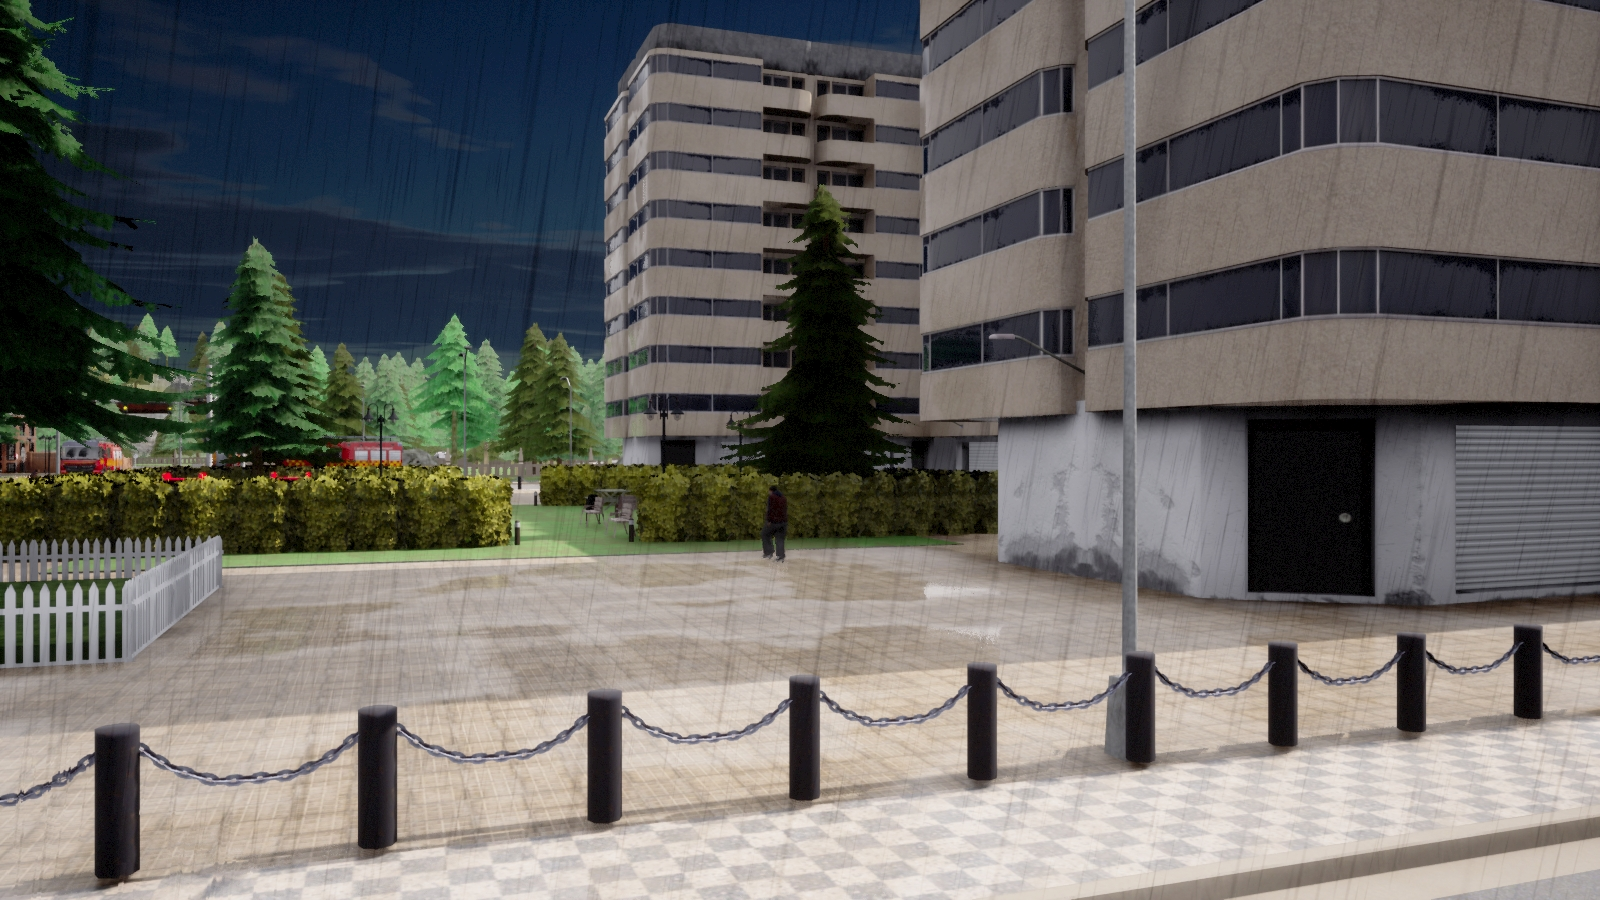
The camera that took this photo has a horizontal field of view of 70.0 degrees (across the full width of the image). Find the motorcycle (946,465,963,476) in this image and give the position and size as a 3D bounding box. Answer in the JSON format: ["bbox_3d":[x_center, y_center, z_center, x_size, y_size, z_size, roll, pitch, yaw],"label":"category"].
[{"bbox_3d":[16.084,2.131,119.009,0.803,1.199,2.033,0,0,-20],"label":"motorcycle"}]

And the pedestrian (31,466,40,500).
[{"bbox_3d":[-42.752,1.848,63.890,0.375,1.860,0.375,0,0,-24],"label":"pedestrian"}]

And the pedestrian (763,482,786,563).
[{"bbox_3d":[-0.603,1.677,26.690,0.375,1.860,0.375,0,0,-43],"label":"pedestrian"}]
